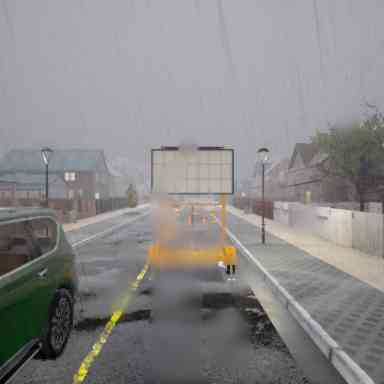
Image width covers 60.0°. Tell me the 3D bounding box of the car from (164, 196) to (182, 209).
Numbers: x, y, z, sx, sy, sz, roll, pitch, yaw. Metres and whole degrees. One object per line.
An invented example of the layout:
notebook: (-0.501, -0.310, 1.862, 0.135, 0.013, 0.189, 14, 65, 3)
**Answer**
car: (-2.833, 1.658, 46.520, 1.994, 1.385, 4.181, 0, 0, 0)

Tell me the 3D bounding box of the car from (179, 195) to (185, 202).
car: (-2.727, 1.633, 82.424, 2.097, 1.767, 4.553, 0, 0, 0)

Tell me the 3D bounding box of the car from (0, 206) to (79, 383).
car: (-2.847, 1.223, 3.033, 2.150, 2.045, 5.566, 0, 0, 0)

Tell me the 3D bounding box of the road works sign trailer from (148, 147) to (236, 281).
road works sign trailer: (0.016, 0.471, 9.851, 2.380, 3.560, 2.880, 0, 0, 0)
